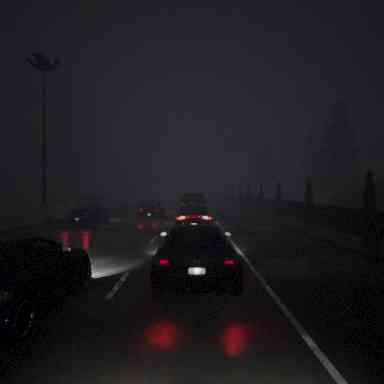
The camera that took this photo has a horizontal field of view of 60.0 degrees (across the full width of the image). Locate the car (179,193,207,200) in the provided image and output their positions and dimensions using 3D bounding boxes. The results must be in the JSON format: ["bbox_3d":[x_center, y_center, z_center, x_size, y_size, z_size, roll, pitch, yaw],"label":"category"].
[{"bbox_3d":[0.103,1.085,28.771,2.150,2.045,5.566,0,1,0],"label":"car"}]

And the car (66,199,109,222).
[{"bbox_3d":[-6.898,1.419,22.240,1.812,1.442,4.674,0,0,0],"label":"car"}]

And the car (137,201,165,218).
[{"bbox_3d":[-3.397,1.463,28.578,1.895,1.301,4.718,0,0,0],"label":"car"}]

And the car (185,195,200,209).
[{"bbox_3d":[0.104,1.251,42.887,1.801,1.575,5.366,0,0,0],"label":"car"}]

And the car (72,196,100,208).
[{"bbox_3d":[-14.094,1.334,44.466,2.033,1.411,5.357,0,0,0],"label":"car"}]

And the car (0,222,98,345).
[{"bbox_3d":[-3.400,1.533,6.327,1.994,1.385,4.181,0,0,0],"label":"car"}]

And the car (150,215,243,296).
[{"bbox_3d":[0.099,1.521,8.561,1.994,1.385,4.181,0,0,0],"label":"car"}]

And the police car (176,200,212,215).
[{"bbox_3d":[0.102,1.416,18.353,2.038,1.542,4.974,0,0,0],"label":"police car"}]
